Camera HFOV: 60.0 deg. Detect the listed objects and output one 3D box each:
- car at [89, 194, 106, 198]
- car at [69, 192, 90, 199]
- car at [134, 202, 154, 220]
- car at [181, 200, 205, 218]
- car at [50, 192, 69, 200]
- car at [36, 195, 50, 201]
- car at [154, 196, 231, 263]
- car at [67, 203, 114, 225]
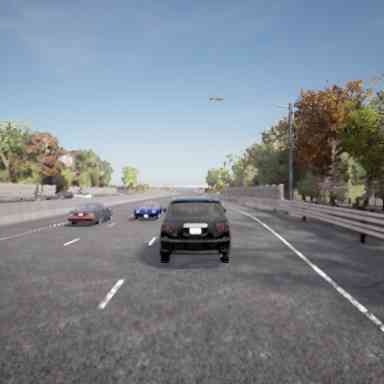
[{"bbox_3d":[-17.527,1.226,63.797,1.837,1.490,4.892,0,1,0],"label":"car"},{"bbox_3d":[-21.021,0.950,63.621,2.150,2.045,5.566,0,1,0],"label":"car"},{"bbox_3d":[-3.409,1.474,26.924,1.895,1.301,4.718,0,0,0],"label":"car"},{"bbox_3d":[0.089,1.428,29.206,1.994,1.385,4.181,0,0,0],"label":"car"},{"bbox_3d":[-24.519,0.945,63.890,2.150,2.045,5.566,0,0,0],"label":"car"},{"bbox_3d":[-28.019,1.249,63.465,2.128,1.511,4.902,0,0,0],"label":"car"},{"bbox_3d":[0.096,1.162,11.924,2.150,2.045,5.566,0,0,0],"label":"car"},{"bbox_3d":[-6.908,1.437,23.142,2.033,1.411,5.357,0,0,0],"label":"car"}]
